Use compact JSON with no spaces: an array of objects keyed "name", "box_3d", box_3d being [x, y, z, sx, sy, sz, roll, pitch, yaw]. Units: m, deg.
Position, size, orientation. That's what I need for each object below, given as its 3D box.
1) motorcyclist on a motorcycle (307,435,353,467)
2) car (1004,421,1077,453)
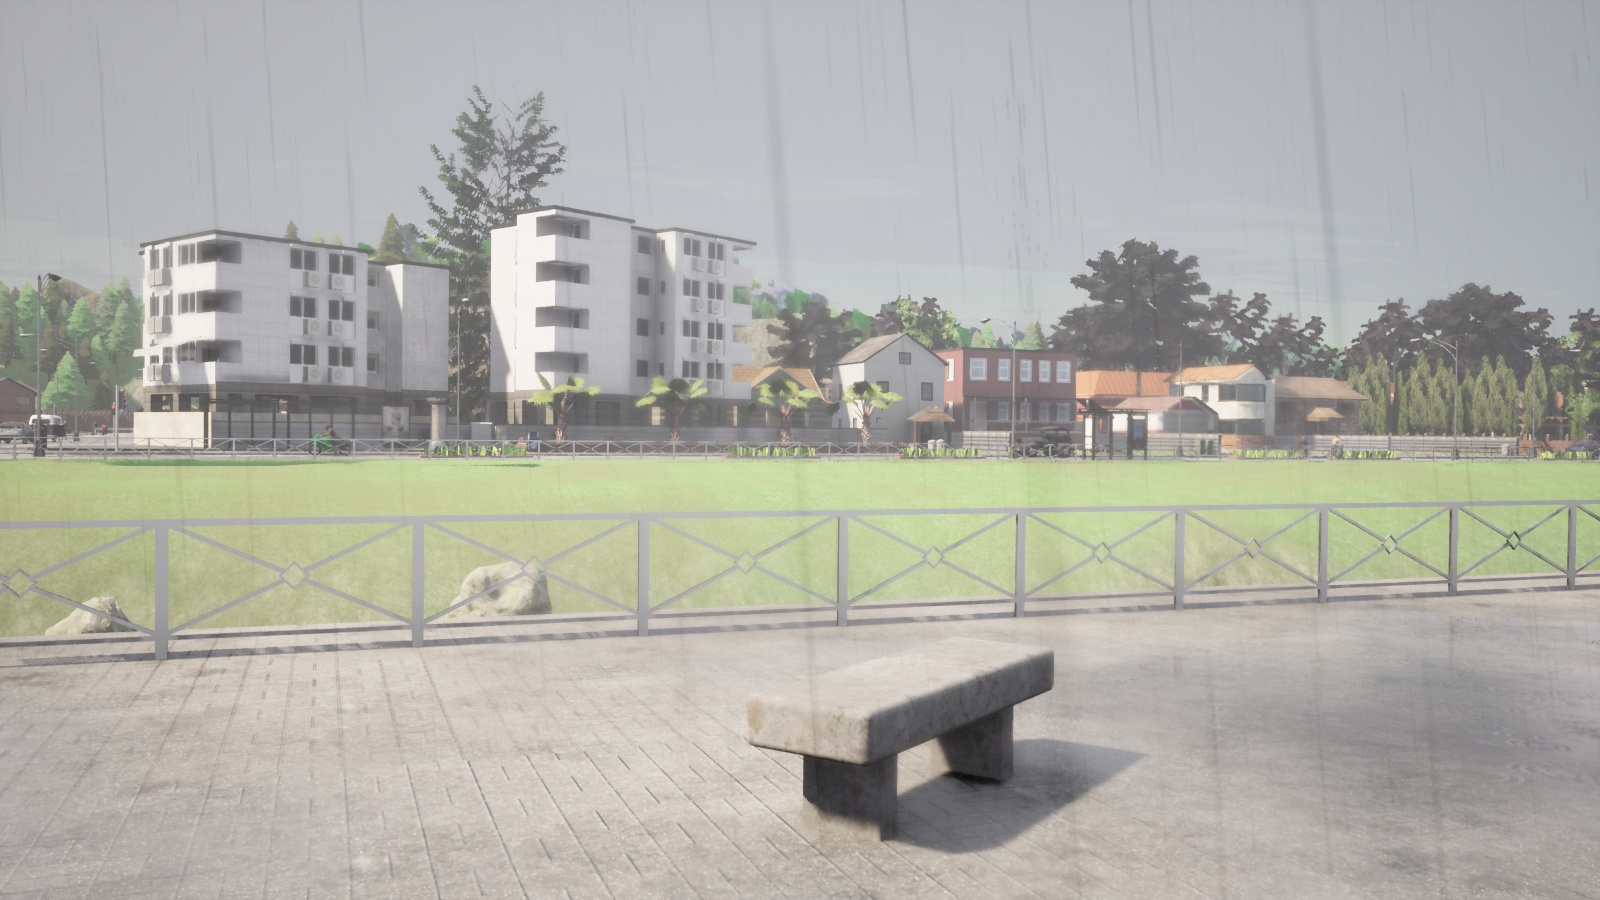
[{"name":"motorcyclist on a motorcycle","box_3d":[-22.863,0.033,61.111,2.044,1.523,0.797,-1,1,-21]},{"name":"car","box_3d":[14.430,-0.786,75.259,3.866,1.878,1.905,-1,1,-21]}]
